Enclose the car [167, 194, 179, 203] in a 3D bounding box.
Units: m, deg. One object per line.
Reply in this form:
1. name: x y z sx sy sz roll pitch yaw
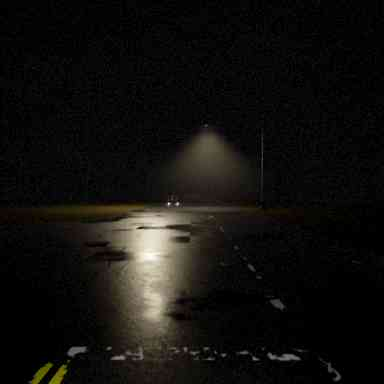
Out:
1. car: -3.600 1.155 63.458 2.097 1.767 4.553 0 0 0
